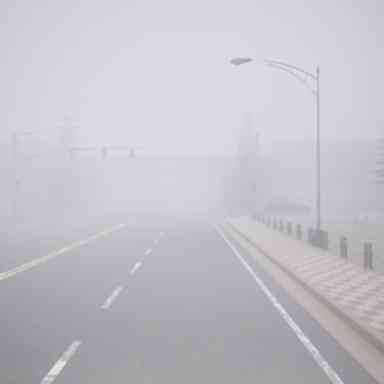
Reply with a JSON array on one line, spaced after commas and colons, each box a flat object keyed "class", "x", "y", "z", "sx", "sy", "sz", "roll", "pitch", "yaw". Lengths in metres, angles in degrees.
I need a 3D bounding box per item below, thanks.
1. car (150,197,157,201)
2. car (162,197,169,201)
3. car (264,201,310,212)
[{"class": "car", "x": -10.950, "y": 2.143, "z": 94.284, "sx": 1.812, "sy": 1.442, "sz": 4.674, "roll": 0, "pitch": -1, "yaw": 0}, {"class": "car", "x": -7.450, "y": 2.142, "z": 94.261, "sx": 1.812, "sy": 1.442, "sz": 4.674, "roll": 0, "pitch": -1, "yaw": 0}, {"class": "car", "x": 10.207, "y": 1.663, "z": 35.838, "sx": 5.008, "sy": 1.535, "sz": 1.882, "roll": 0, "pitch": -1, "yaw": 0}]
